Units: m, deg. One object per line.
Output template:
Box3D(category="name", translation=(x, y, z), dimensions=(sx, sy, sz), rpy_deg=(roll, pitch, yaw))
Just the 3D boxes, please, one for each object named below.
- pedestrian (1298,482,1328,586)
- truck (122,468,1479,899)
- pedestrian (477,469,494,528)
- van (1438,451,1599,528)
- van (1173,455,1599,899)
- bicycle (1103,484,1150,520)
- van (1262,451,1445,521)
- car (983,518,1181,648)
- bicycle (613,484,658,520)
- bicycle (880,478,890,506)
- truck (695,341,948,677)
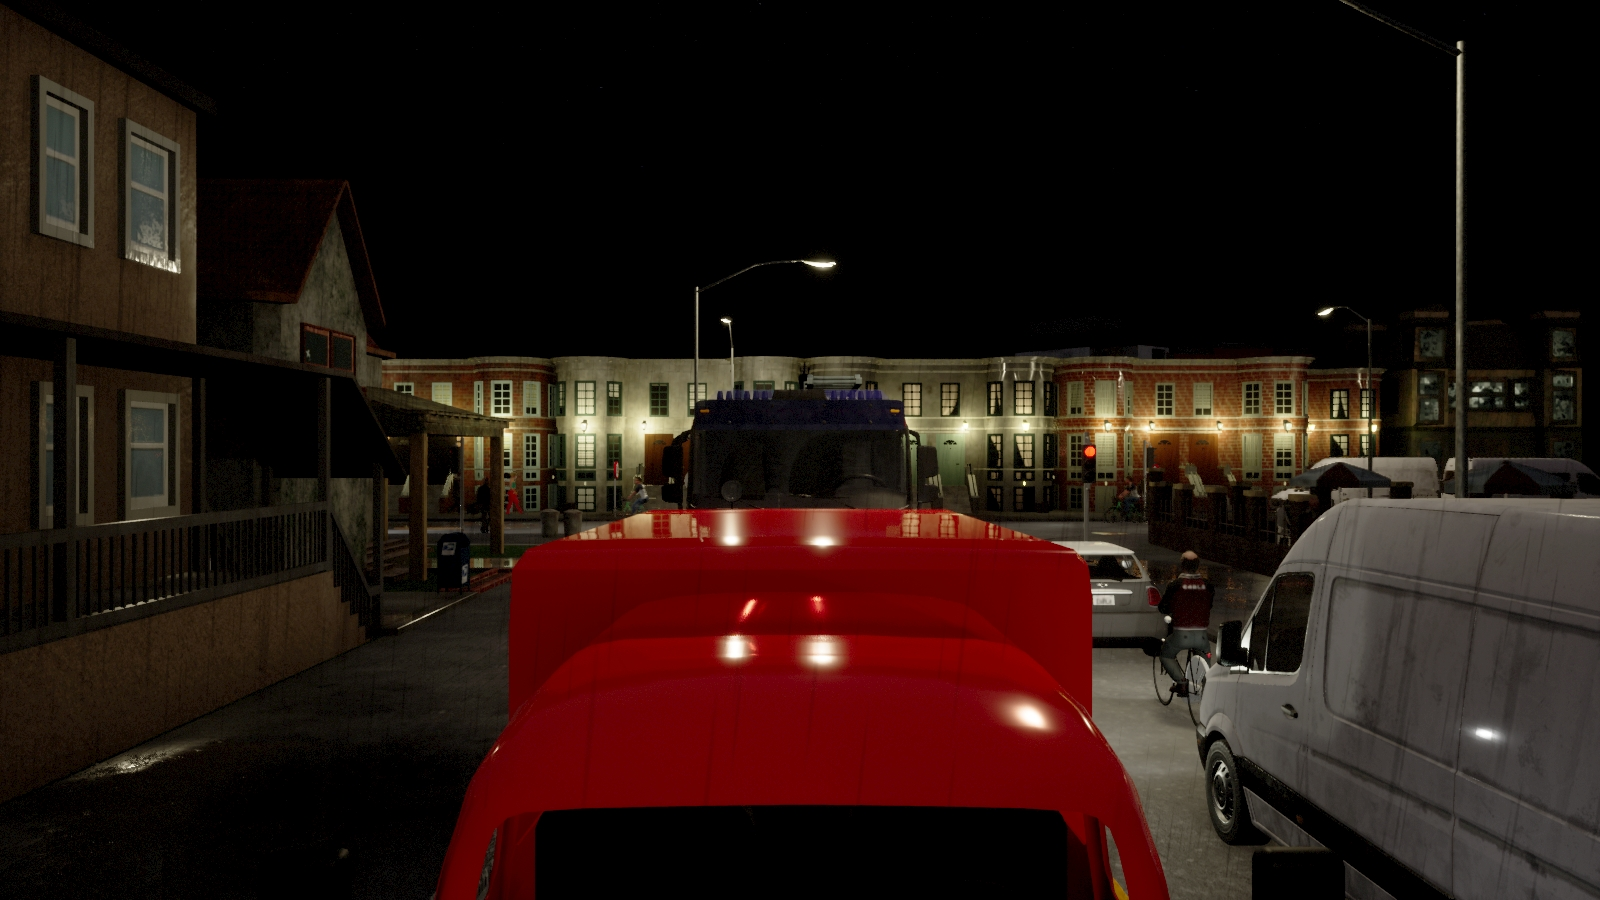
Box3D(category="pedestrian", translation=(9.358, 1.527, 20.856), dimensions=(0.375, 1.860, 0.375), rpy_deg=(0, 0, 0))
Box3D(category="truck", translation=(-0.002, 1.351, 4.813), dimensions=(2.627, 2.467, 5.204), rpy_deg=(0, 0, 0))
Box3D(category="pedestrian", translation=(-10.054, 1.541, 36.575), dimensions=(0.375, 1.860, 0.375), rpy_deg=(0, 0, 21))
Box3D(category="van", translation=(25.341, 1.331, 39.099), dimensions=(5.915, 2.561, 1.988), rpy_deg=(0, 0, 1))
Box3D(category="van", translation=(4.008, 1.318, 6.281), dimensions=(1.988, 2.561, 5.915), rpy_deg=(0, 0, 0))
Box3D(category="bicycle", translation=(12.297, 1.954, 43.022), dimensions=(1.643, 1.296, 0.373), rpy_deg=(0, 0, 0))
Box3D(category="van", translation=(20.781, 1.333, 43.039), dimensions=(5.915, 2.561, 1.988), rpy_deg=(0, 0, 0))
Box3D(category="car", translation=(3.996, 1.852, 16.834), dimensions=(1.970, 1.475, 3.806), rpy_deg=(0, 0, 0))
Box3D(category="bicycle", translation=(-6.177, 1.954, 42.922), dimensions=(1.643, 1.296, 0.373), rpy_deg=(0, 0, 2))
Box3D(category="bicycle", translation=(4.005, 1.963, 53.762), dimensions=(0.329, 1.271, 1.835), rpy_deg=(0, 0, 0))
Box3D(category="truck", translation=(0.275, 0.678, 17.256), dimensions=(2.891, 3.827, 8.468), rpy_deg=(0, 0, 0))
